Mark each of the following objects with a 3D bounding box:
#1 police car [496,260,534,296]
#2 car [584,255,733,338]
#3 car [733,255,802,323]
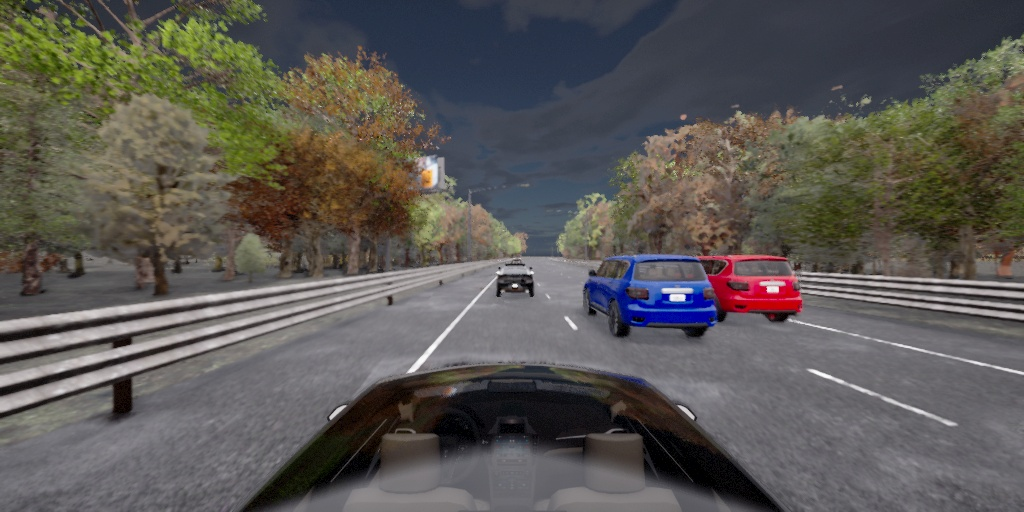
[{"bbox_3d":[0.175,1.214,19.802,1.930,1.638,5.238,0,0,1],"label":"police car"},{"bbox_3d":[3.602,0.995,10.448,2.150,2.045,5.566,0,0,0],"label":"car"},{"bbox_3d":[7.111,1.002,12.433,2.150,2.045,5.566,0,0,0],"label":"car"}]
